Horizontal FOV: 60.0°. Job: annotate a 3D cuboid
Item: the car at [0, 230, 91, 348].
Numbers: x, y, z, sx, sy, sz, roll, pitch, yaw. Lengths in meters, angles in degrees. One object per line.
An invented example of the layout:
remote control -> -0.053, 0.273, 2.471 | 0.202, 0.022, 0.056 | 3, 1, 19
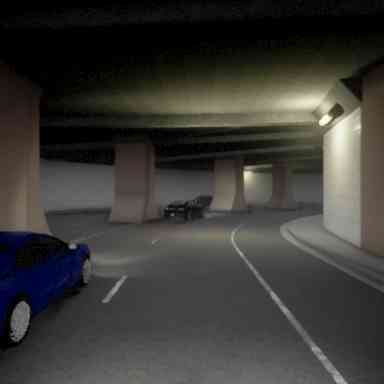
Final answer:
car -> -3.419, 1.460, 6.261 | 1.882, 1.535, 5.008 | 0, 0, 0

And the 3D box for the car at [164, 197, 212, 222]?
car -> -0.477, 1.421, 26.046 | 2.128, 1.511, 4.902 | 0, 0, 22

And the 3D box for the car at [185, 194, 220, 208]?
car -> 1.445, 1.227, 46.028 | 4.553, 1.767, 2.097 | 0, 0, -40

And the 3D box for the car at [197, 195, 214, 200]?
car -> 2.588, 1.392, 42.452 | 4.892, 1.490, 1.837 | 0, 0, -42
